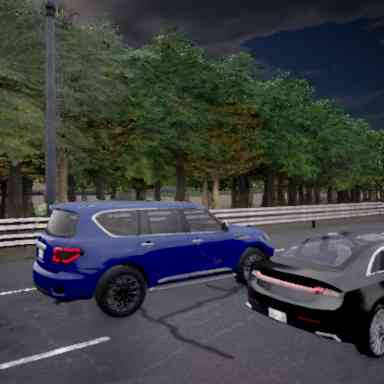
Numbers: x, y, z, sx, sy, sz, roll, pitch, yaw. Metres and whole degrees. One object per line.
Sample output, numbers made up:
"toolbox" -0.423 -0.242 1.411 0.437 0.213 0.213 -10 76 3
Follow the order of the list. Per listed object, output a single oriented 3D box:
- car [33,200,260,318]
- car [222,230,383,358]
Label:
"car" -0.574 1.210 7.635 5.566 2.045 2.150 0 0 -36
"car" 3.150 1.474 5.994 4.902 1.511 2.128 0 0 -36
